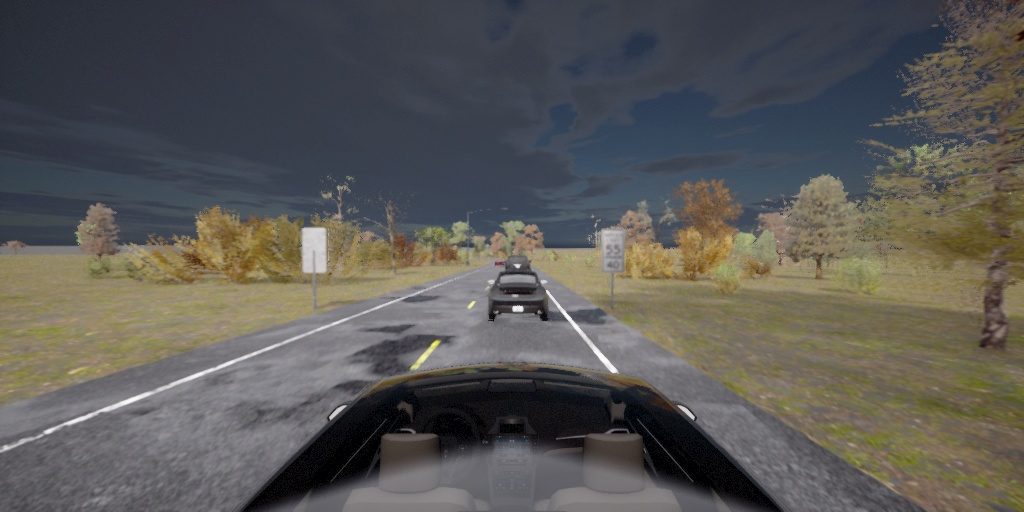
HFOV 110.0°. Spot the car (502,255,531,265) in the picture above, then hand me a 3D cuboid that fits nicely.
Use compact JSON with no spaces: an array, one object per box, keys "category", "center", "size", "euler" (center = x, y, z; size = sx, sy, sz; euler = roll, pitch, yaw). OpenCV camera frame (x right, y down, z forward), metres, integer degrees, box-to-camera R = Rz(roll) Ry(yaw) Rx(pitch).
[{"category":"car","center":[0.494,0.948,31.205],"size":[2.150,2.045,5.566],"euler":[0,0,1]}]

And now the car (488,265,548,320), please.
[{"category":"car","center":[0.197,1.243,12.540],"size":[1.837,1.490,4.892],"euler":[0,0,1]}]
